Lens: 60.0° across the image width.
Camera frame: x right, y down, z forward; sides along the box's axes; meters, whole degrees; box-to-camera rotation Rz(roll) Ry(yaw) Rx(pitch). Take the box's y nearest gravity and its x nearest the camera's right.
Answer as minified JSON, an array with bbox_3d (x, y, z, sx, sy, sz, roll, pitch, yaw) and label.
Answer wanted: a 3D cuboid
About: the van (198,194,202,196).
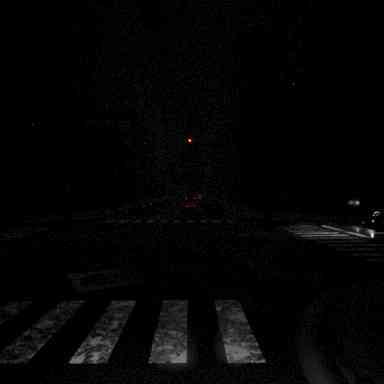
[{"bbox_3d":[2.381,1.424,58.220,1.690,1.788,3.998,0,0,0],"label":"van"}]

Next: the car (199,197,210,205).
[{"bbox_3d":[2.389,1.647,63.730,2.008,1.369,4.403,0,0,0],"label":"car"}]

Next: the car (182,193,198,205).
[{"bbox_3d":[-0.248,1.318,63.358,2.150,2.045,5.566,0,0,0],"label":"car"}]

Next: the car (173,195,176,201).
[{"bbox_3d":[-5.611,1.694,80.275,2.008,1.369,4.403,0,0,0],"label":"car"}]

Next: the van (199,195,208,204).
[{"bbox_3d":[2.397,1.453,69.241,1.690,1.788,3.998,0,0,0],"label":"van"}]

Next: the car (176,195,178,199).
[{"bbox_3d":[-5.593,1.721,91.297,1.887,1.381,4.507,0,0,0],"label":"car"}]

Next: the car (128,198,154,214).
[{"bbox_3d":[-5.678,1.480,36.189,1.967,1.590,4.097,0,0,0],"label":"car"}]

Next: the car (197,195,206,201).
[{"bbox_3d":[2.423,1.600,85.774,1.967,1.590,4.097,0,0,0],"label":"car"}]

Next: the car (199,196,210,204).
[{"bbox_3d":[2.364,1.641,47.199,1.802,1.307,4.206,0,0,0],"label":"car"}]

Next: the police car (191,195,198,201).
[{"bbox_3d":[0.618,1.599,90.257,1.930,1.638,5.238,0,0,0],"label":"police car"}]

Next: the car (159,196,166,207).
[{"bbox_3d":[-5.653,1.653,52.721,1.802,1.307,4.206,0,0,0],"label":"car"}]

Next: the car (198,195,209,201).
[{"bbox_3d":[2.372,1.637,52.709,1.947,1.339,4.313,0,0,0],"label":"car"}]

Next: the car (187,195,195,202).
[{"bbox_3d":[-0.232,1.480,73.713,1.812,1.442,4.674,0,0,0],"label":"car"}]

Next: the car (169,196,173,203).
[{"bbox_3d":[-5.628,1.552,69.253,1.967,1.590,4.097,0,0,0],"label":"car"}]

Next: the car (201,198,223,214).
[{"bbox_3d":[2.347,1.606,36.176,1.947,1.339,4.313,0,0,0],"label":"car"}]

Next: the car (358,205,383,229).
[{"bbox_3d":[12.893,1.305,20.689,4.553,1.767,2.097,0,0,0],"label":"car"}]

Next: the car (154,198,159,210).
[{"bbox_3d":[-5.669,1.490,41.700,1.967,1.590,4.097,0,0,0],"label":"car"}]

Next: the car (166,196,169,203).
[{"bbox_3d":[-5.644,1.634,58.232,2.008,1.369,4.403,0,0,0],"label":"car"}]
